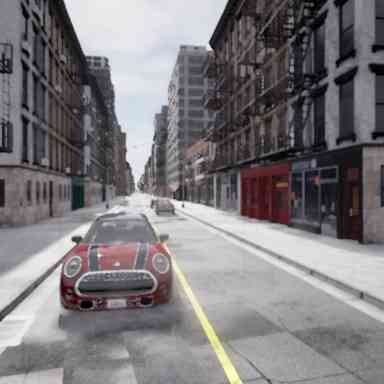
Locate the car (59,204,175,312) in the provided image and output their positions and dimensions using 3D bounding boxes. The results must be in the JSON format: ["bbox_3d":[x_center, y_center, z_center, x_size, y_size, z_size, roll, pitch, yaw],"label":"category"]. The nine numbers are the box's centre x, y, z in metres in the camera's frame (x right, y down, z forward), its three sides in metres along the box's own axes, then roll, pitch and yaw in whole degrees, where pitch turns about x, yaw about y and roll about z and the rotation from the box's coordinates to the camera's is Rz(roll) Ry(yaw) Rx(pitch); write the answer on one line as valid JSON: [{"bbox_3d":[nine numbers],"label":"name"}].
[{"bbox_3d":[-1.679,1.340,7.984,2.097,1.767,4.553,0,0,-10],"label":"car"}]

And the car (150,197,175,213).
[{"bbox_3d":[-2.789,1.487,33.511,2.033,1.411,5.357,0,0,-9],"label":"car"}]
